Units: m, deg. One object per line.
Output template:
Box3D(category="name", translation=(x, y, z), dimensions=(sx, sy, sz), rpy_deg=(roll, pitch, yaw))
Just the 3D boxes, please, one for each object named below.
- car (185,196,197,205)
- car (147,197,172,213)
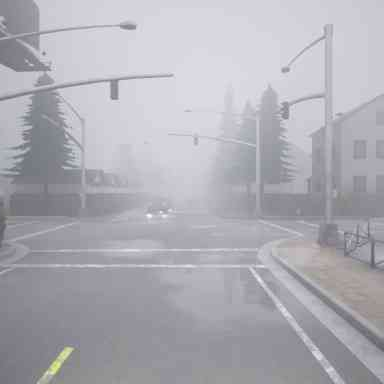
Box3D(category="car", translation=(-0.140, 1.491, 59.194), dimensions=(2.128, 1.511, 4.902), rpy_deg=(0, 0, 0))
Box3D(category="car", translation=(-3.686, 1.352, 36.990), dimensions=(2.097, 1.767, 4.553), rpy_deg=(0, 0, 0))
